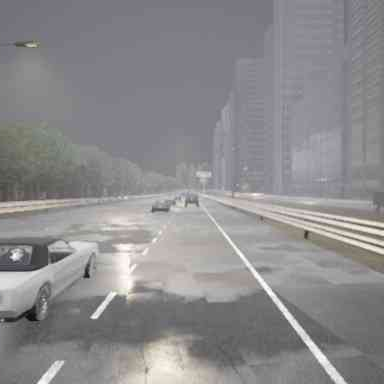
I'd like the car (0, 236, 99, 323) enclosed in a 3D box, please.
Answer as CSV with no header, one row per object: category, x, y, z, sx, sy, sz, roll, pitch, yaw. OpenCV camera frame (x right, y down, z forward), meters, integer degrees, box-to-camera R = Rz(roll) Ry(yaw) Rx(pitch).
car,-3.498,1.603,7.167,1.895,1.301,4.718,0,0,0

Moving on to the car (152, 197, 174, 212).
car,-3.557,1.600,38.797,1.994,1.385,4.181,0,0,0

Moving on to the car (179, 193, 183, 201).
car,-3.868,1.621,90.721,1.882,1.535,5.008,0,0,0

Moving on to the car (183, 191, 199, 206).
car,-0.022,1.287,55.180,2.150,2.045,5.566,0,0,0

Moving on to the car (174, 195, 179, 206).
car,-3.635,1.597,56.824,1.812,1.442,4.674,0,0,0
